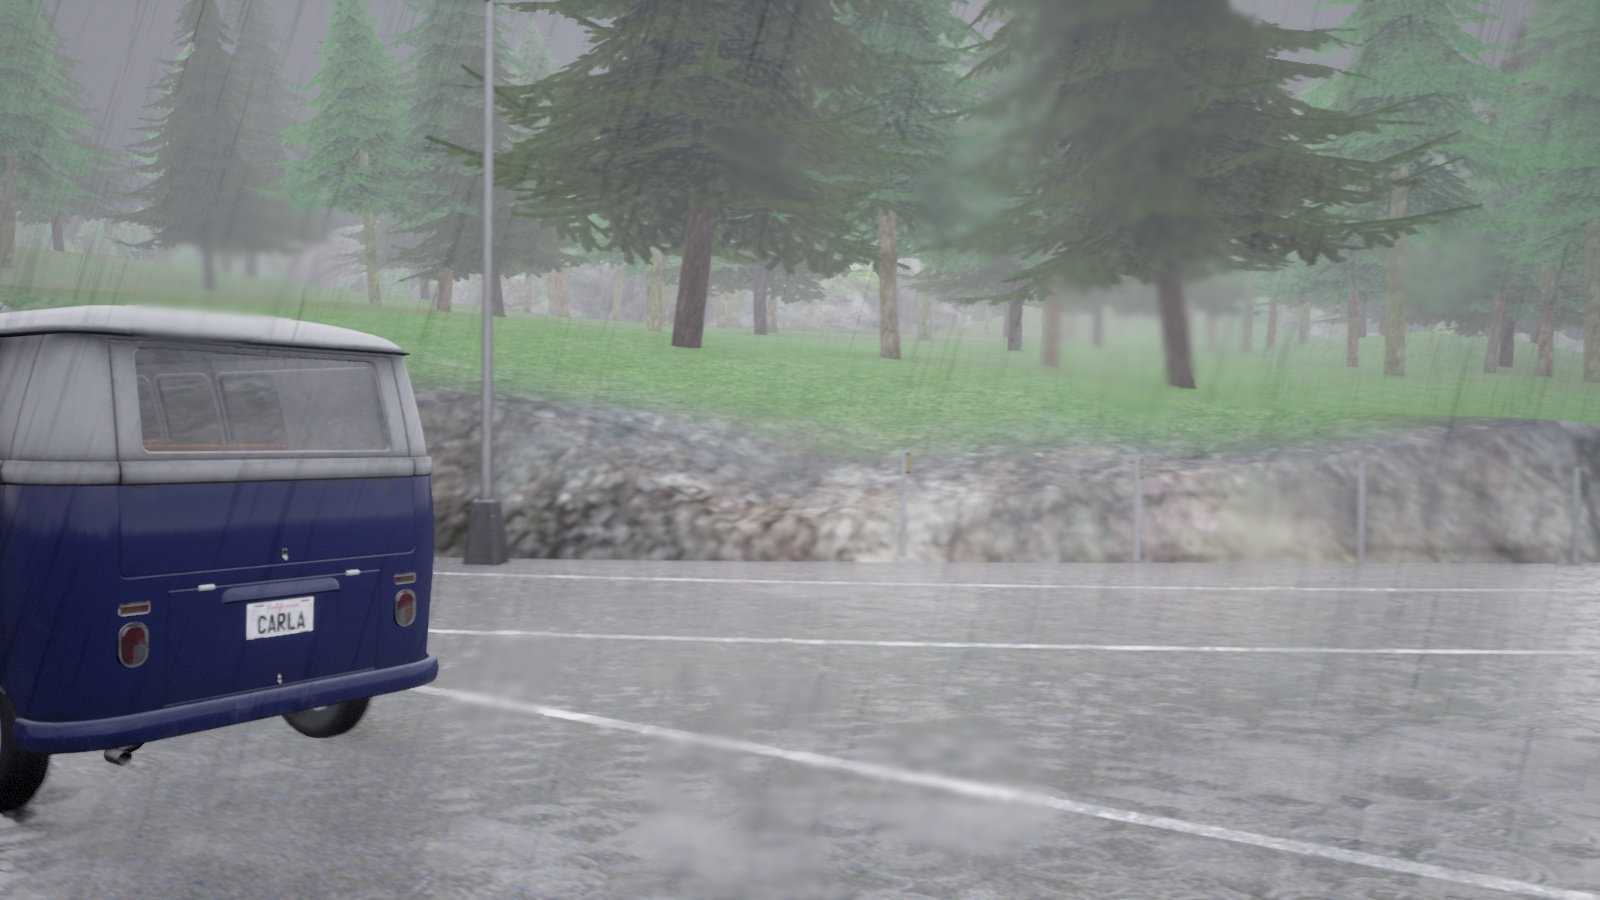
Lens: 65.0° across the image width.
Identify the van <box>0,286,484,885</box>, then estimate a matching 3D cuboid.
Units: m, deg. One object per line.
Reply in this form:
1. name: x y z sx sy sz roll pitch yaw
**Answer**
1. van: -3.769 0.435 6.123 4.442 1.987 1.775 0 1 34
